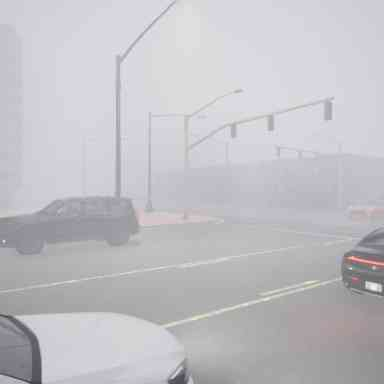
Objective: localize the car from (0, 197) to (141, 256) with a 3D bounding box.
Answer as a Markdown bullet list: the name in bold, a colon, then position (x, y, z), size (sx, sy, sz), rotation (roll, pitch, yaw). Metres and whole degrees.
- **car**: position (-4.814, 1.221, 13.431), size (5.566, 2.045, 2.150), rotation (0, 0, -36)

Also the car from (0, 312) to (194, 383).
- **car**: position (-2.137, 1.526, 2.224), size (4.674, 1.442, 1.812), rotation (0, 0, -35)

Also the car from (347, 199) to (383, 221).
- **car**: position (14.750, 1.352, 27.310), size (4.553, 1.767, 2.097), rotation (0, 0, -35)

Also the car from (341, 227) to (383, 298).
- **car**: position (5.341, 1.505, 7.551), size (4.892, 1.490, 1.837), rotation (0, 0, -35)
